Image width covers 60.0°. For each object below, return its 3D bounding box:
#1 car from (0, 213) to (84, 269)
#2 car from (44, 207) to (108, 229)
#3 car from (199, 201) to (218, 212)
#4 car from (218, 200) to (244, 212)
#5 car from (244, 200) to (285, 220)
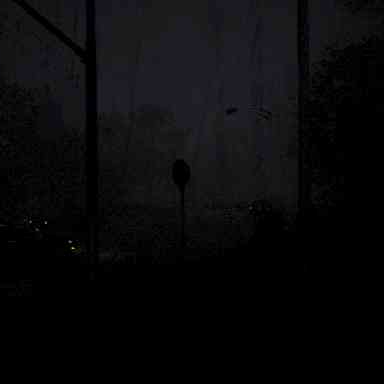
[{"bbox_3d":[-5.907,1.631,9.950,1.837,1.490,4.892,-1,0,32],"label":"car"},{"bbox_3d":[-7.564,1.798,20.629,1.895,1.301,4.718,-1,0,32],"label":"car"},{"bbox_3d":[2.839,1.853,43.644,1.895,1.301,4.718,-1,0,32],"label":"car"},{"bbox_3d":[5.716,1.762,41.649,2.033,1.411,5.357,-1,0,32],"label":"car"},{"bbox_3d":[6.854,1.483,30.185,2.097,1.767,4.553,-1,0,32],"label":"car"}]
